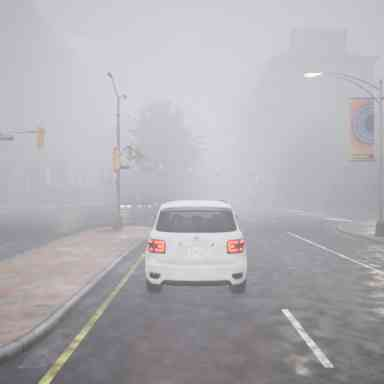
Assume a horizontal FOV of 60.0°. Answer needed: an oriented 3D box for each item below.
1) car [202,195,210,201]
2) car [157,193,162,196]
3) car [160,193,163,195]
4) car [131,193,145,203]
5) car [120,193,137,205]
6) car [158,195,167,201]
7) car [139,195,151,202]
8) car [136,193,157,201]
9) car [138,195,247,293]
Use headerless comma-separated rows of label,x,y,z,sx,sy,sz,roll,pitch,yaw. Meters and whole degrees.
car,3.811,1.540,89.859,2.033,1.411,5.357,0,0,0
car,-7.794,1.526,66.780,1.812,1.442,4.674,0,0,1
car,-7.736,1.225,76.397,2.150,2.045,5.566,0,0,0
car,-11.260,1.225,69.596,2.150,2.045,5.566,0,0,0
car,-11.363,1.491,59.677,2.128,1.511,4.902,0,0,1
car,-7.702,1.552,86.212,1.994,1.385,4.181,0,0,0
car,-11.224,1.525,80.034,2.128,1.511,4.902,0,0,0
car,-7.881,1.352,57.896,2.097,1.767,4.553,0,0,0
car,0.102,1.221,9.012,2.150,2.045,5.566,0,0,0
